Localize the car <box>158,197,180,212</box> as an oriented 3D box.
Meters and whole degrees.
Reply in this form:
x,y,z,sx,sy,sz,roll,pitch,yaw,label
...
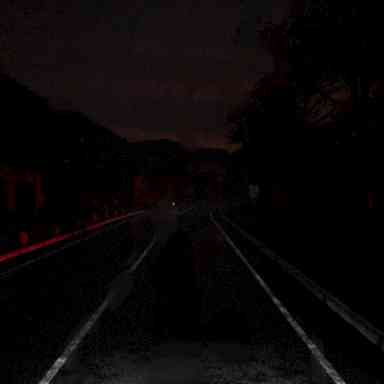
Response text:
x,y,z,sx,sy,sz,roll,pitch,yaw,label
-2.775,1.443,40.990,2.097,1.767,4.553,0,0,6,car
